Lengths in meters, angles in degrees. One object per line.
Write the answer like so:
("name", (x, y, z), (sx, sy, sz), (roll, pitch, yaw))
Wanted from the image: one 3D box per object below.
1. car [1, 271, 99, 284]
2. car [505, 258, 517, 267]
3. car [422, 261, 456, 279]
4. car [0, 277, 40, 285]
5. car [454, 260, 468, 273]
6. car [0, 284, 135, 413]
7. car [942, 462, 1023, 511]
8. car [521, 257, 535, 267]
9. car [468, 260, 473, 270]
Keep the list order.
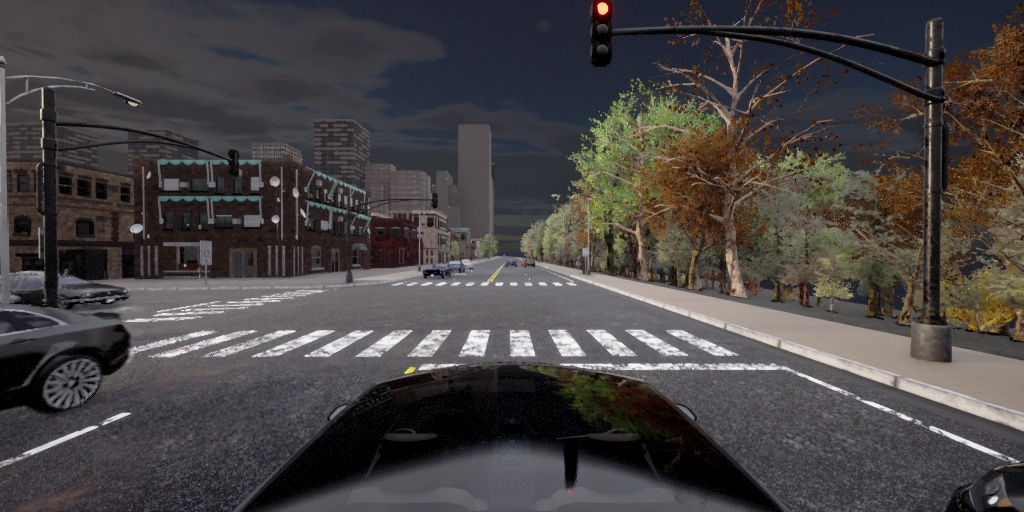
("car", (-19.704, 1.516, 15.214), (5.357, 1.411, 2.033), (-1, 1, 0))
("car", (-0.194, 1.078, 64.006), (2.097, 1.767, 4.553), (0, 0, 0))
("car", (-6.736, 1.341, 32.885), (1.895, 1.301, 4.718), (0, 0, 2))
("car", (-19.996, 1.565, 12.507), (4.313, 1.339, 1.948), (0, 0, 0))
("car", (-6.780, 1.261, 43.056), (1.812, 1.442, 4.674), (0, 0, 0))
("car", (-6.552, 1.241, 3.234), (2.128, 1.511, 4.902), (0, 0, 0))
("car", (3.363, 1.314, 0.183), (1.994, 1.385, 4.181), (0, 0, -1))
("car", (3.062, 1.231, 63.222), (1.837, 1.490, 4.892), (0, 0, 0))
("car", (-6.817, 1.257, 53.326), (1.812, 1.442, 4.674), (0, 0, 0))
